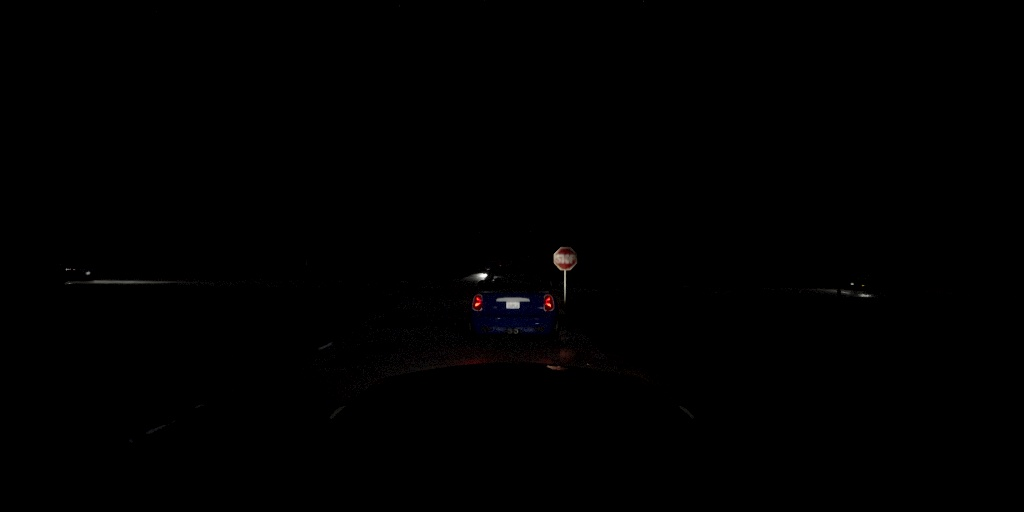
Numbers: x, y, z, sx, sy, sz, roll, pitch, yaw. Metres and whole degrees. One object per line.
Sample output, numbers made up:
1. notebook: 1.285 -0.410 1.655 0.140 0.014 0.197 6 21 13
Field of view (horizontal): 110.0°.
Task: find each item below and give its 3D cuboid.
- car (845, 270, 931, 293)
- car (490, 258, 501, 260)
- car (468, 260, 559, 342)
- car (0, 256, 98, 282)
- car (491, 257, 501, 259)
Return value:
1. car: 26.465 1.758 25.338 4.892 1.490 1.837 1 0 0
2. car: -2.807 1.337 44.119 2.128 1.511 4.902 0 0 0
3. car: 0.094 1.106 10.010 2.097 1.767 4.553 0 0 2
4. car: -29.013 0.770 22.469 4.902 1.511 2.128 1 0 0
5. car: -2.769 1.163 61.149 2.150 2.045 5.566 0 -1 0
